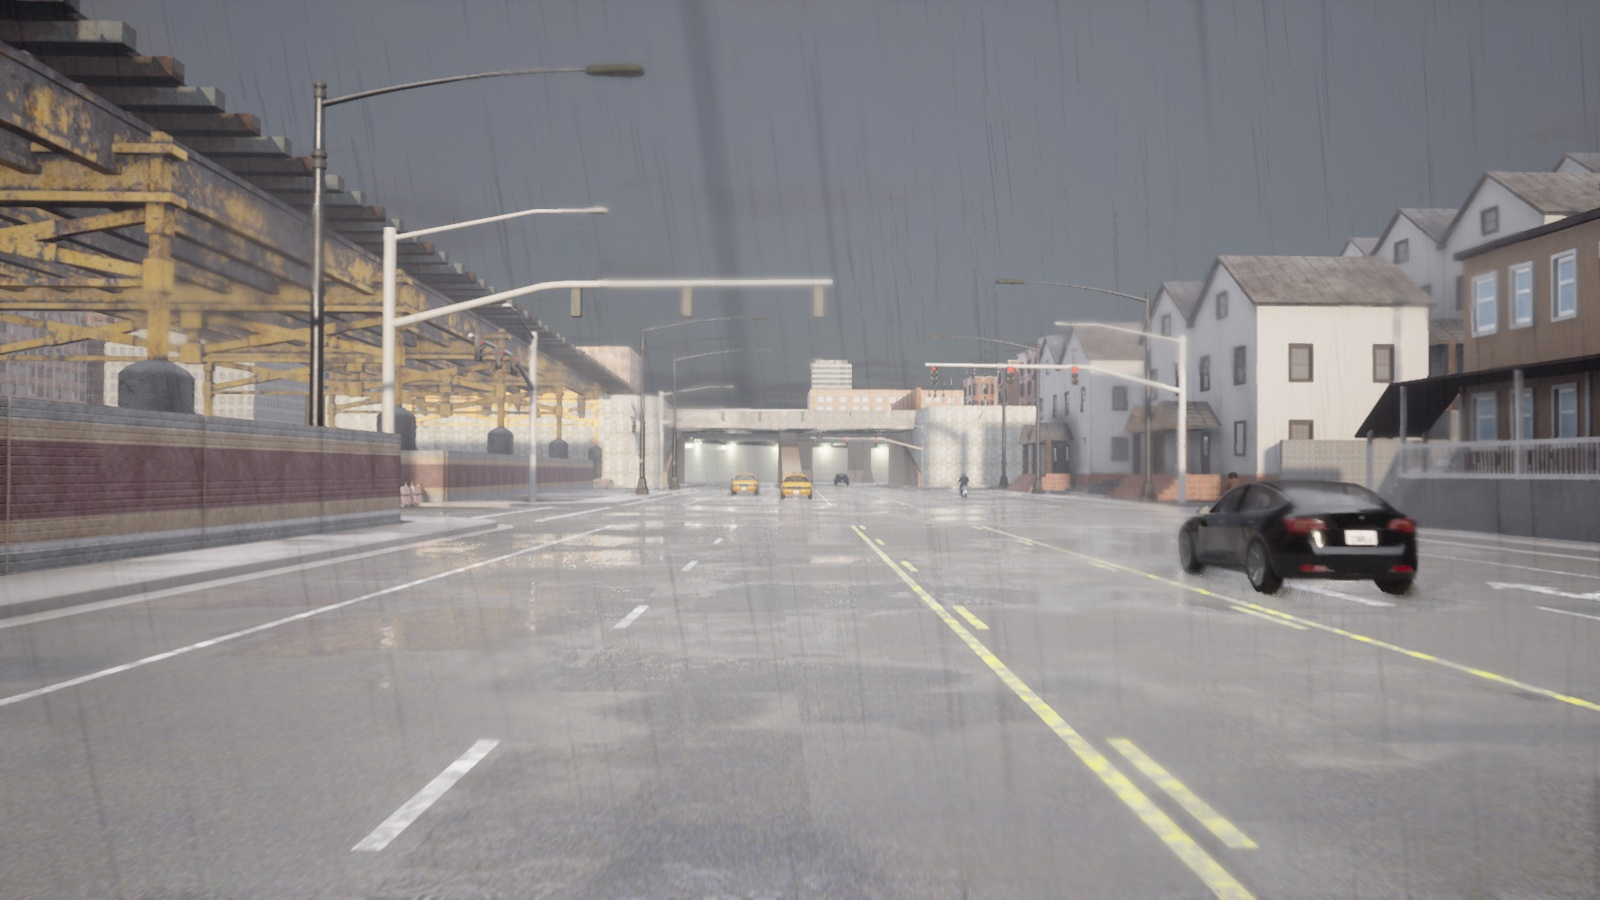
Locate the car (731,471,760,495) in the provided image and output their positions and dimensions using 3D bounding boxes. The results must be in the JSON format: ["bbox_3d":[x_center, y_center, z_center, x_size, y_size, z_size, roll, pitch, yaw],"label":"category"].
[{"bbox_3d":[-3.720,2.261,86.274,1.801,1.575,5.366,0,-1,0],"label":"car"}]

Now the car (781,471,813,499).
[{"bbox_3d":[-0.186,2.021,73.081,1.801,1.575,5.366,0,-1,0],"label":"car"}]

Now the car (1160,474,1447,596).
[{"bbox_3d":[6.954,1.104,18.025,2.163,1.488,4.792,0,-1,0],"label":"car"}]
